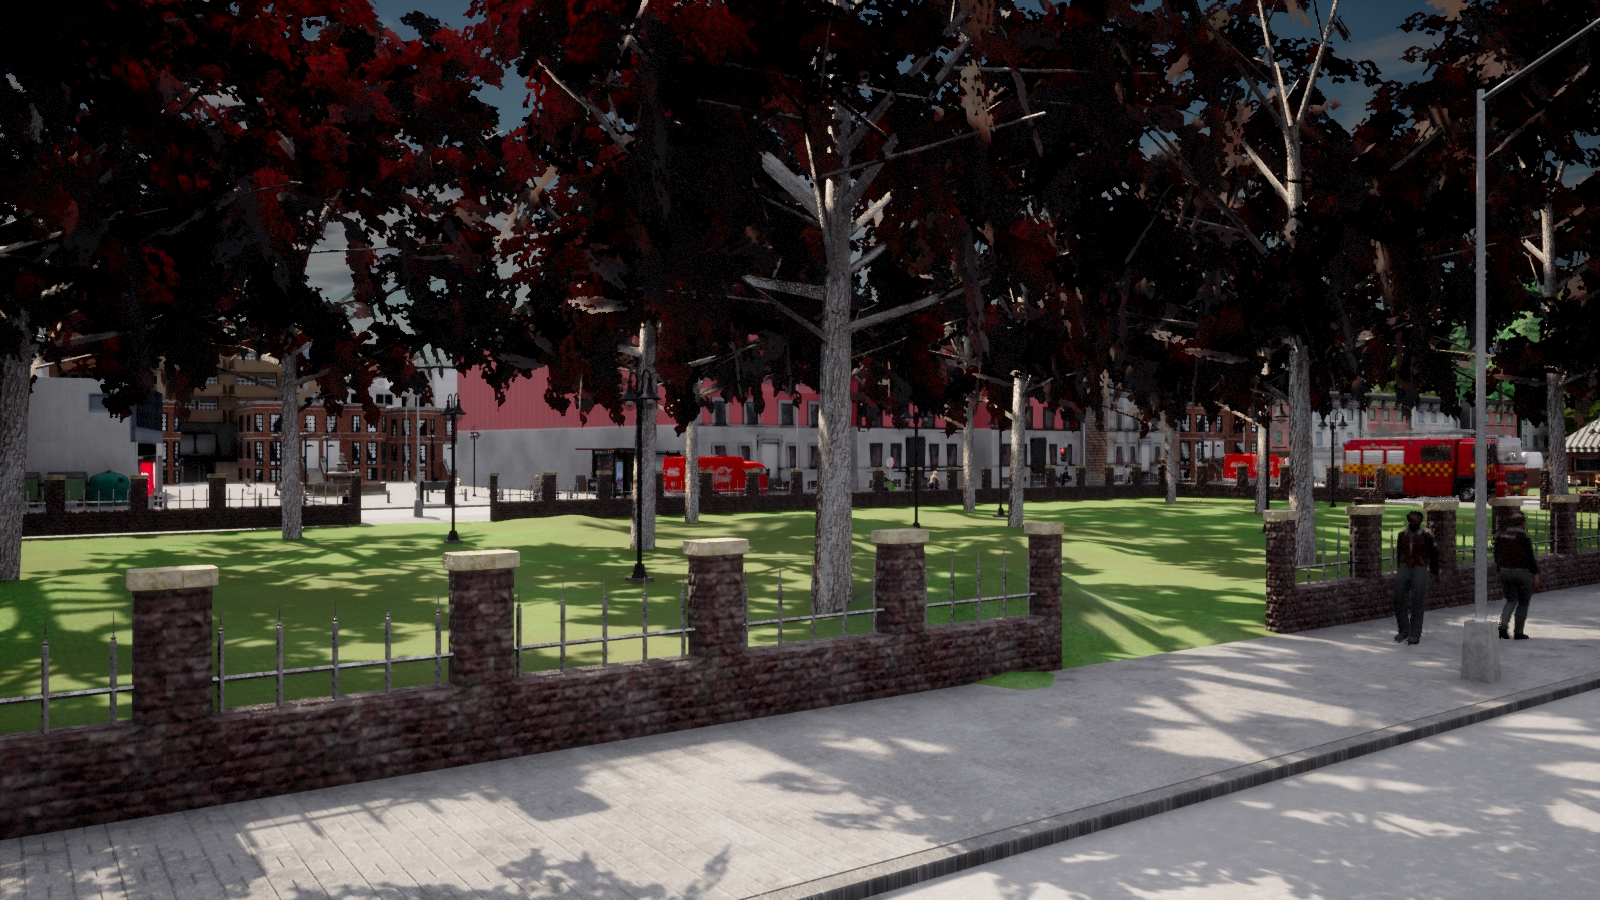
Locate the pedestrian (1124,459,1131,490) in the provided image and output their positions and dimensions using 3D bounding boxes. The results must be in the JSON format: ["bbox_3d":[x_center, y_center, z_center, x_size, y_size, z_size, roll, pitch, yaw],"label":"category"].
[{"bbox_3d":[20.053,1.503,69.945,0.375,1.860,0.375,0,0,30],"label":"pedestrian"}]

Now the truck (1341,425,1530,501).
[{"bbox_3d":[33.880,0.645,61.307,2.891,3.827,8.468,0,0,-34],"label":"truck"}]

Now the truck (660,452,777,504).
[{"bbox_3d":[-4.030,1.336,56.873,5.204,2.467,2.627,0,0,-35],"label":"truck"}]

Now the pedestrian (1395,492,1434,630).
[{"bbox_3d":[8.481,1.518,15.764,0.375,1.860,0.375,0,0,-44],"label":"pedestrian"}]

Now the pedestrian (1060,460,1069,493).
[{"bbox_3d":[14.880,1.504,64.255,0.375,1.860,0.375,0,0,-35],"label":"pedestrian"}]

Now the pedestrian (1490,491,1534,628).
[{"bbox_3d":[9.928,1.515,15.928,0.375,1.860,0.375,0,0,-28],"label":"pedestrian"}]
